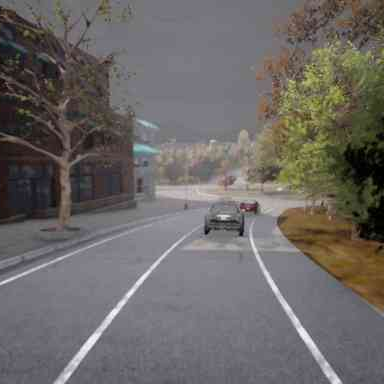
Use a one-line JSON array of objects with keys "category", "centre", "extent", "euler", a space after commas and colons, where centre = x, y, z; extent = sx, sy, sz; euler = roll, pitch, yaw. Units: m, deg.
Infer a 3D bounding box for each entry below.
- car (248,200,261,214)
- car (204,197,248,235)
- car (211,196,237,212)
[{"category": "car", "centre": [6.582, 1.627, 37.374], "extent": [1.882, 1.535, 5.008], "euler": [2, 0, 18]}, {"category": "car", "centre": [1.964, 1.371, 19.089], "extent": [2.097, 1.767, 4.553], "euler": [1, 0, 9]}, {"category": "car", "centre": [3.892, 1.405, 40.198], "extent": [2.097, 1.767, 4.553], "euler": [2, 0, 19]}]
